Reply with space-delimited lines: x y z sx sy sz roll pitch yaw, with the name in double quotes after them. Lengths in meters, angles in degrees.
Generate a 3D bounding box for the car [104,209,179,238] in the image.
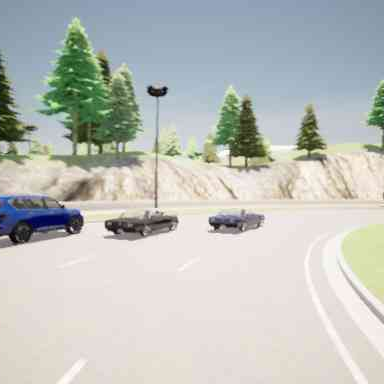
-2.478 1.582 17.836 1.895 1.301 4.718 1 0 25 "car"

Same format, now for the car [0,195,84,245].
-7.472 1.147 15.542 2.150 2.045 5.566 0 0 20 "car"

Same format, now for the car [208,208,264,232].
2.886 1.641 20.516 1.895 1.301 4.718 1 0 31 "car"
